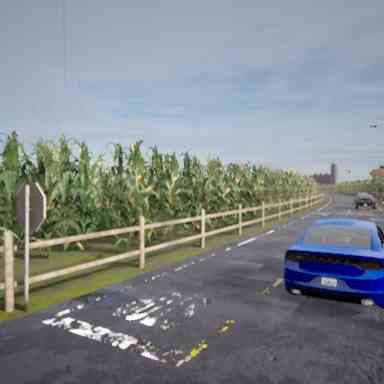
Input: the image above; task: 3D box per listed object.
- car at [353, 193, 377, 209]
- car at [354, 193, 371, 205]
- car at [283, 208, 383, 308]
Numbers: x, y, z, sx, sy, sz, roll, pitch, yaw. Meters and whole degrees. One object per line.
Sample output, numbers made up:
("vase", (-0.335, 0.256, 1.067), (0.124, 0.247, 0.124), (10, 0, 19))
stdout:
("car", (18.306, 1.012, 35.146), (1.837, 1.490, 4.892), (0, 1, 27))
("car", (22.672, 0.880, 44.335), (1.837, 1.490, 4.892), (0, 1, 24))
("car", (3.612, 1.368, 7.870), (1.882, 1.535, 5.008), (0, 1, 30))
